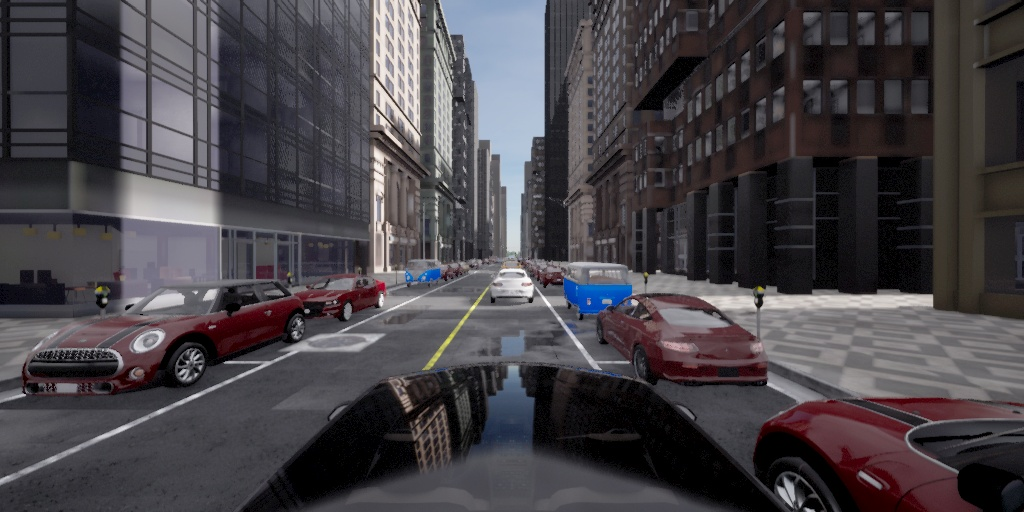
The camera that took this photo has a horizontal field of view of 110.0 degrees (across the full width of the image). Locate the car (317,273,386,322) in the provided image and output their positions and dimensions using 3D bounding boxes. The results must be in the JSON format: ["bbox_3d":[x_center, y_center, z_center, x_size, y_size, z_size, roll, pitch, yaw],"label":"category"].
[{"bbox_3d":[-5.763,1.292,12.237,1.888,1.381,4.507,0,0,0],"label":"car"}]

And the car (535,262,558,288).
[{"bbox_3d":[2.762,1.292,23.451,1.888,1.381,4.507,0,0,0],"label":"car"}]

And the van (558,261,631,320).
[{"bbox_3d":[2.763,1.088,12.247,1.690,1.789,3.998,0,0,0],"label":"van"}]

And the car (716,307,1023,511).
[{"bbox_3d":[2.762,1.187,1.044,1.967,1.591,4.097,0,0,0],"label":"car"}]

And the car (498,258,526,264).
[{"bbox_3d":[0.000,1.233,31.501,1.882,1.535,5.008,0,0,0],"label":"car"}]

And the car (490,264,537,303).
[{"bbox_3d":[0.000,1.281,16.501,1.812,1.442,4.674,0,0,0],"label":"car"}]

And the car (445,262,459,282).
[{"bbox_3d":[-5.763,1.292,29.044,1.888,1.381,4.507,0,0,0],"label":"car"}]

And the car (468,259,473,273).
[{"bbox_3d":[-5.763,1.272,40.079,1.751,1.417,4.829,0,0,0],"label":"car"}]

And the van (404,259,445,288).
[{"bbox_3d":[-5.763,1.088,23.442,1.690,1.789,3.998,0,0,0],"label":"van"}]

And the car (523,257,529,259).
[{"bbox_3d":[2.763,1.292,57.062,1.888,1.381,4.507,0,0,0],"label":"car"}]

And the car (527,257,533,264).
[{"bbox_3d":[2.762,1.186,34.655,1.967,1.591,4.097,0,0,0],"label":"car"}]

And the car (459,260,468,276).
[{"bbox_3d":[-5.763,1.292,34.646,1.888,1.381,4.507,0,0,0],"label":"car"}]

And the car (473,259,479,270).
[{"bbox_3d":[-5.763,1.187,51.453,1.967,1.591,4.097,0,0,0],"label":"car"}]

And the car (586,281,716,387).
[{"bbox_3d":[2.762,1.329,6.646,1.802,1.307,4.207,0,0,0],"label":"car"}]

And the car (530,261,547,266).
[{"bbox_3d":[2.762,1.292,29.053,1.888,1.381,4.507,0,0,0],"label":"car"}]

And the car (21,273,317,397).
[{"bbox_3d":[-5.763,1.187,6.636,1.967,1.591,4.097,0,0,0],"label":"car"}]
